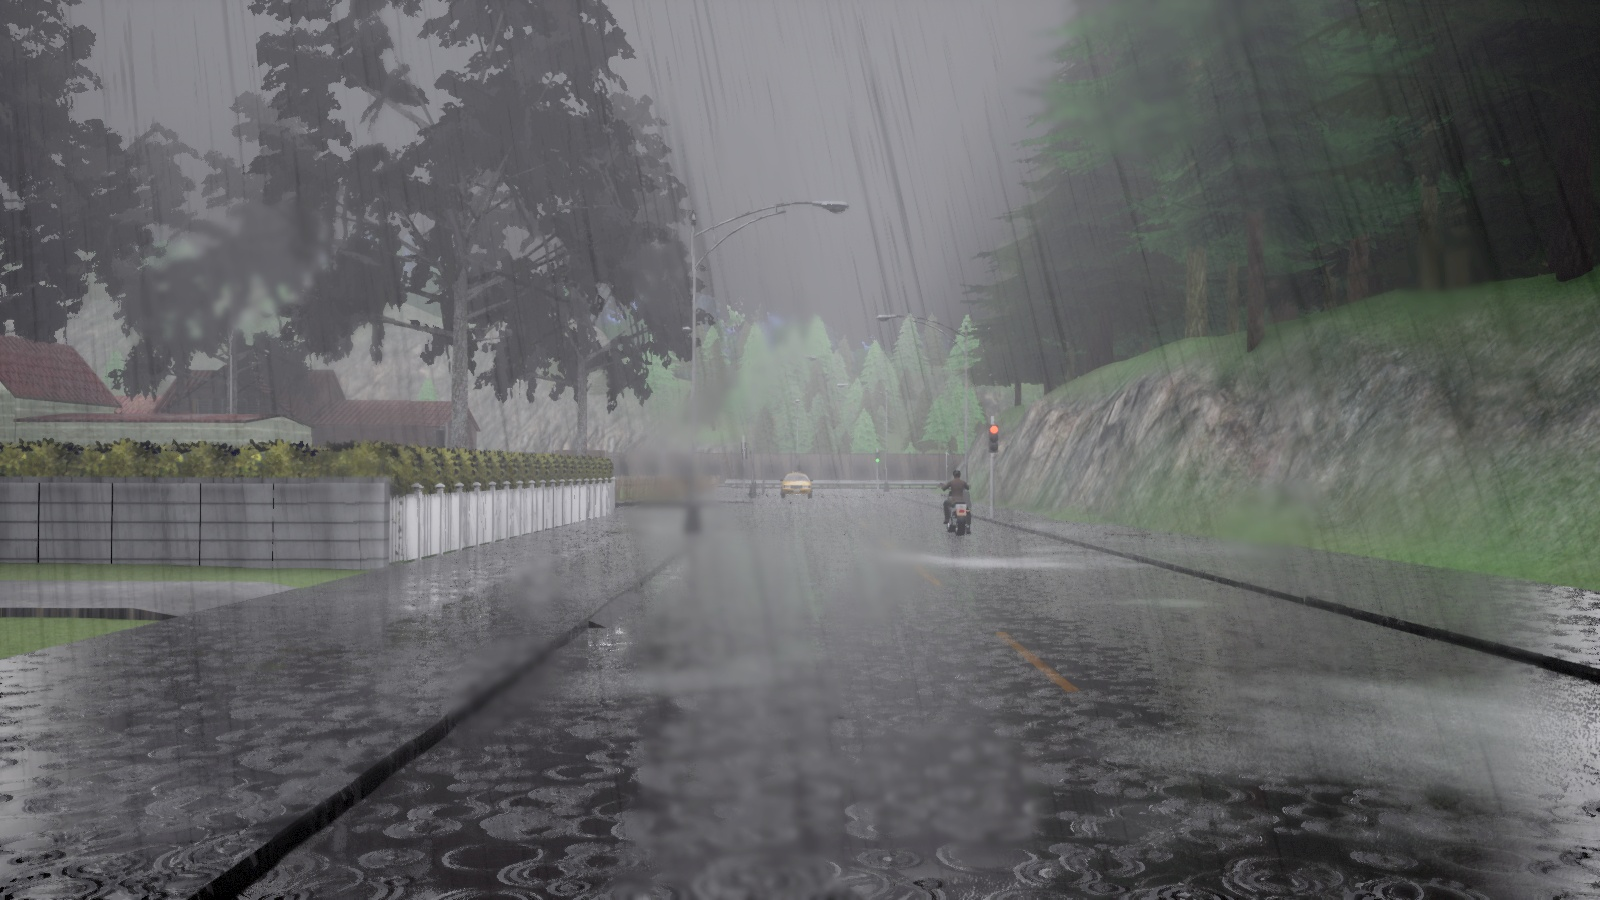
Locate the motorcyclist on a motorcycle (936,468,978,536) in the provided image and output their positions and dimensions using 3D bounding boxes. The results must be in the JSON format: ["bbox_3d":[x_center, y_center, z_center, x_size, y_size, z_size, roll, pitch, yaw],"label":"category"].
[{"bbox_3d":[3.921,1.277,31.522,0.766,1.649,2.350,0,-1,0],"label":"motorcyclist on a motorcycle"}]

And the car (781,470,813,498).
[{"bbox_3d":[-0.184,1.989,73.693,1.801,1.575,5.366,0,-1,0],"label":"car"}]
